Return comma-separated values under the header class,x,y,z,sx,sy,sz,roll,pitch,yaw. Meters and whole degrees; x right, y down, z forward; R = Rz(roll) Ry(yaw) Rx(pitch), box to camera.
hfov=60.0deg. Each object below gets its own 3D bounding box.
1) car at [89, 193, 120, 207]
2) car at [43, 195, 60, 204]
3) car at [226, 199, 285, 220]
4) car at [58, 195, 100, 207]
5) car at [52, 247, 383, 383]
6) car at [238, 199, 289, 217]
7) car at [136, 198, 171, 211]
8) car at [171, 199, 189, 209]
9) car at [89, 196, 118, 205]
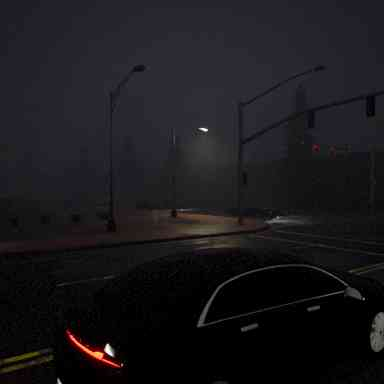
class,x,y,z,sx,sy,sz,roll,pitch,yaw
car,-14.065,1.224,52.733,5.566,2.045,2.150,0,0,26
car,-26.243,1.352,63.797,4.553,1.767,2.097,0,0,9
car,5.291,1.547,28.822,2.033,1.411,5.357,0,0,-36
car,-17.140,1.547,50.363,5.357,1.411,2.033,0,0,24
car,0.813,1.505,4.378,4.892,1.490,1.837,0,0,-35
car,6.851,1.506,32.552,1.837,1.490,4.892,0,0,-37
car,-5.262,1.525,42.048,4.674,1.442,1.812,0,0,43
car,-2.389,1.564,44.069,4.181,1.385,1.994,0,0,44
car,-16.283,1.478,61.331,5.008,1.535,1.882,0,0,21
